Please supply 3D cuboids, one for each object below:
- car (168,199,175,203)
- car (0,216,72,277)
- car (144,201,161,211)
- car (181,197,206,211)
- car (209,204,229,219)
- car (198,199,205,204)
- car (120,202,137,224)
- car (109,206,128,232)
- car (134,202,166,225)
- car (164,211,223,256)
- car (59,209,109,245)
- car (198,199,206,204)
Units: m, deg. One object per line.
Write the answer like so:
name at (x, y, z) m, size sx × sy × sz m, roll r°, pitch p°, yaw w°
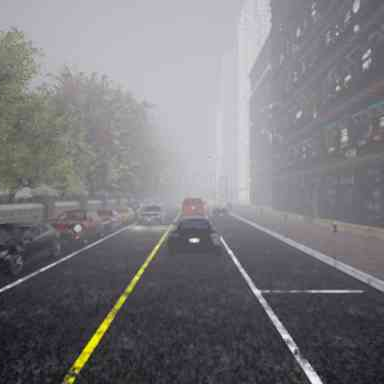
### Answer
car at (-5.702, 2.532, 92.965) m, size 1.802 × 1.307 × 4.206 m, roll 0°, pitch -1°, yaw 0°
car at (-5.690, 1.669, 10.648) m, size 1.947 × 1.339 × 4.313 m, roll 0°, pitch -1°, yaw 0°
car at (-5.824, 2.032, 49.417) m, size 1.887 × 1.381 × 4.507 m, roll 0°, pitch -1°, yaw 0°
car at (0.094, 1.537, 32.311) m, size 2.150 × 2.045 × 5.566 m, roll 0°, pitch -1°, yaw 0°
car at (2.687, 1.871, 32.806) m, size 2.008 × 1.369 × 4.403 m, roll 0°, pitch -1°, yaw 0°
car at (2.678, 2.516, 92.967) m, size 1.947 × 1.339 × 4.313 m, roll 0°, pitch -1°, yaw 0°
car at (-5.692, 1.789, 27.094) m, size 1.752 × 1.417 × 4.829 m, roll 0°, pitch -1°, yaw 0°
car at (-5.691, 1.793, 21.725) m, size 1.802 × 1.307 × 4.206 m, roll 0°, pitch -1°, yaw 0°
car at (-3.104, 1.784, 26.527) m, size 1.812 × 1.442 × 4.674 m, roll 0°, pitch -1°, yaw 0°
car at (0.091, 1.698, 13.753) m, size 1.994 × 1.385 × 4.181 m, roll 0°, pitch 0°, yaw 0°
car at (-5.690, 1.597, 16.188) m, size 1.967 × 1.590 × 4.097 m, roll 0°, pitch -1°, yaw 0°
car at (2.679, 2.454, 87.334) m, size 1.947 × 1.339 × 4.313 m, roll 0°, pitch -1°, yaw 0°
